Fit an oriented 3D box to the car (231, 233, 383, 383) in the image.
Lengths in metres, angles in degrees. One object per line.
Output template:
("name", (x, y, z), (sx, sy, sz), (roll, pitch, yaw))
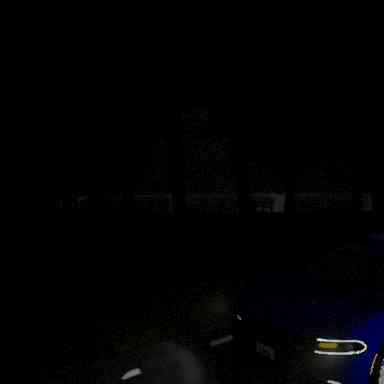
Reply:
("car", (2.801, 1.433, 5.116), (5.008, 1.535, 1.882), (-1, 0, -37))
